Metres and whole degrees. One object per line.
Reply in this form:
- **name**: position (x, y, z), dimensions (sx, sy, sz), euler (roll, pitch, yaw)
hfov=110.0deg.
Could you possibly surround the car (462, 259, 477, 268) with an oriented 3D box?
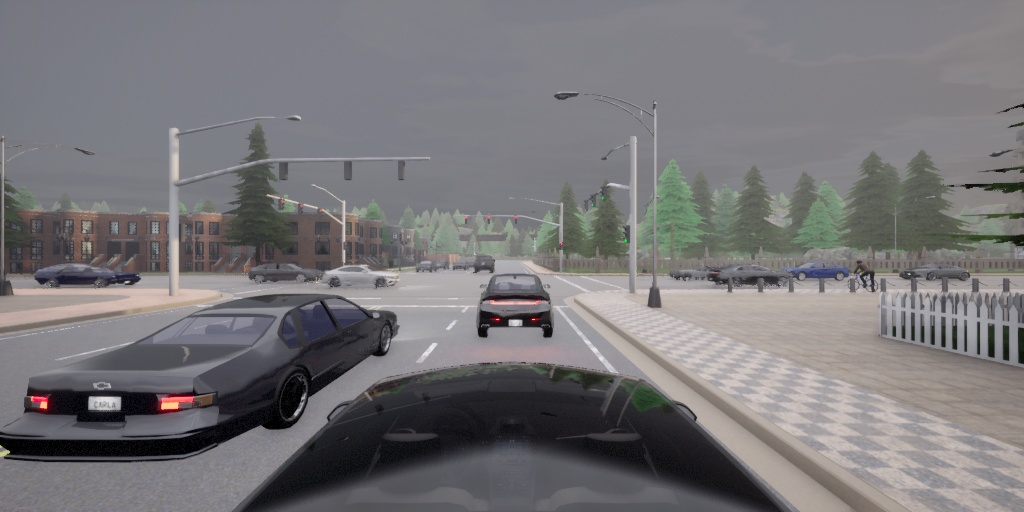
- **car**: position (-7.021, 1.255, 59.944), dimensions (1.837, 1.490, 4.892), euler (0, 0, 0)

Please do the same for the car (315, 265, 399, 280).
- **car**: position (-9.582, 1.275, 22.856), dimensions (4.674, 1.442, 1.812), euler (0, 0, 1)

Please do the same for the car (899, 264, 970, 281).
- **car**: position (34.847, 1.314, 29.636), dimensions (4.181, 1.385, 1.994), euler (0, 0, 1)

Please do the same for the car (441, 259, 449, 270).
- **car**: position (-10.554, 1.241, 53.651), dimensions (2.128, 1.511, 4.902), euler (0, 0, 0)

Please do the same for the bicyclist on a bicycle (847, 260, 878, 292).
- **bicyclist on a bicycle**: position (18.260, 1.052, 18.693), dimensions (0.582, 1.620, 1.656), euler (0, 0, 0)

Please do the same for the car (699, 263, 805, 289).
- **car**: position (14.900, 1.241, 22.488), dimensions (4.902, 1.511, 2.128), euler (0, 0, 0)

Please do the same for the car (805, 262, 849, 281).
- **car**: position (24.872, 1.228, 29.664), dimensions (5.008, 1.535, 1.882), euler (0, 0, 0)

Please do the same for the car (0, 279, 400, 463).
- **car**: position (-3.434, 1.297, 5.552), dimensions (2.033, 1.411, 5.357), euler (0, 0, 1)

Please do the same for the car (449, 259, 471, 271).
- **car**: position (-7.063, 1.255, 49.960), dimensions (1.837, 1.490, 4.892), euler (0, 0, 0)

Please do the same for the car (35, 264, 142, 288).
- **car**: position (-26.796, 1.351, 22.859), dimensions (4.718, 1.301, 1.895), euler (0, 0, -1)

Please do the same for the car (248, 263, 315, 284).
- **car**: position (-16.737, 1.255, 26.625), dimensions (4.892, 1.490, 1.837), euler (0, 0, -4)

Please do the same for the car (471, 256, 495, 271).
- **car**: position (-3.236, 0.971, 42.518), dimensions (2.150, 2.045, 5.566), euler (0, 0, 0)

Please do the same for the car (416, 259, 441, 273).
- **car**: position (-10.557, 1.276, 44.543), dimensions (1.812, 1.442, 4.674), euler (0, 0, 0)

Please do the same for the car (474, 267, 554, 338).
- **car**: position (0.087, 1.242, 10.217), dimensions (2.128, 1.511, 4.902), euler (0, 0, 0)

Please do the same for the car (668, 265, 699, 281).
- **car**: position (15.581, 1.351, 29.681), dimensions (4.718, 1.301, 1.895), euler (0, 0, 0)
